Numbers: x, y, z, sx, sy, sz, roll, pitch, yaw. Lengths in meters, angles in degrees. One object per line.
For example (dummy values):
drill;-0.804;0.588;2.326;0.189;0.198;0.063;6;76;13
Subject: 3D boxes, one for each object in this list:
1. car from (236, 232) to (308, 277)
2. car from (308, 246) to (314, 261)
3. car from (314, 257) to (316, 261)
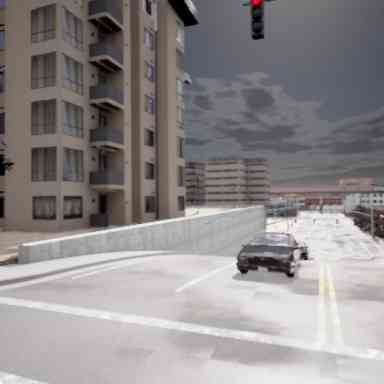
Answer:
car;3.174;2.266;12.843;2.033;1.411;5.357;-1;-5;21
car;6.860;3.934;22.204;1.895;1.301;4.718;-1;-13;21
car;13.280;7.874;38.357;1.895;1.301;4.718;-1;-12;22
